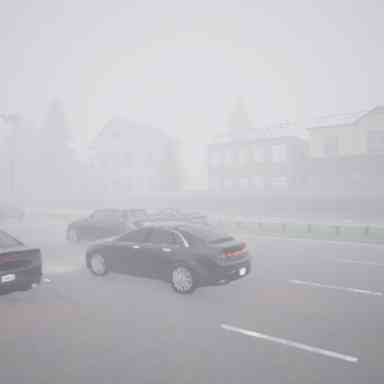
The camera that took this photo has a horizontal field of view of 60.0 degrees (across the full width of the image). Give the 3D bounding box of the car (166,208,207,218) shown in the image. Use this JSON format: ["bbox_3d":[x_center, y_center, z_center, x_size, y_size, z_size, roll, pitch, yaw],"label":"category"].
[{"bbox_3d":[-1.374,1.606,17.864,4.902,1.511,2.128,-1,0,35],"label":"car"}]

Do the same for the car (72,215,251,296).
[{"bbox_3d":[-0.838,1.563,8.886,4.892,1.490,1.837,-1,0,35],"label":"car"}]

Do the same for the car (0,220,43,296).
[{"bbox_3d":[-5.629,1.569,8.004,5.008,1.535,1.882,-1,0,35],"label":"car"}]

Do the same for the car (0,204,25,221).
[{"bbox_3d":[-16.272,1.789,28.484,4.902,1.511,2.128,-1,0,35],"label":"car"}]

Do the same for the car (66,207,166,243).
[{"bbox_3d":[-3.716,1.470,15.238,4.553,1.767,2.097,-1,0,35],"label":"car"}]
